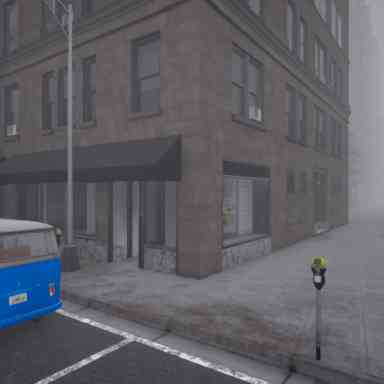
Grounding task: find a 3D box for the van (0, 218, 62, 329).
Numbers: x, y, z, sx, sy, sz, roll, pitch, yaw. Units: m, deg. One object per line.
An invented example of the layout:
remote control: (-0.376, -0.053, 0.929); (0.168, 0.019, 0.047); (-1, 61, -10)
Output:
van: (-4.073, 1.340, 5.985); (3.998, 1.788, 1.690); (0, 0, 36)
